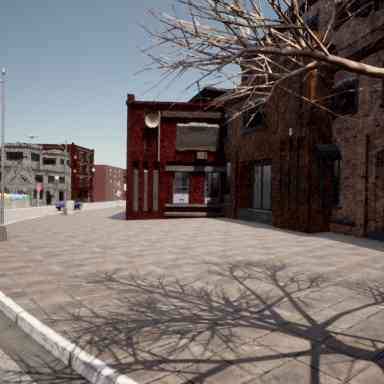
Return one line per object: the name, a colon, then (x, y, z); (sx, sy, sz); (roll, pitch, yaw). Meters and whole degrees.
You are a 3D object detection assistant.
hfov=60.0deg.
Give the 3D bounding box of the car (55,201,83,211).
car: (-16.266, 1.793, 44.333); (1.895, 1.301, 4.718); (1, 0, 3)
